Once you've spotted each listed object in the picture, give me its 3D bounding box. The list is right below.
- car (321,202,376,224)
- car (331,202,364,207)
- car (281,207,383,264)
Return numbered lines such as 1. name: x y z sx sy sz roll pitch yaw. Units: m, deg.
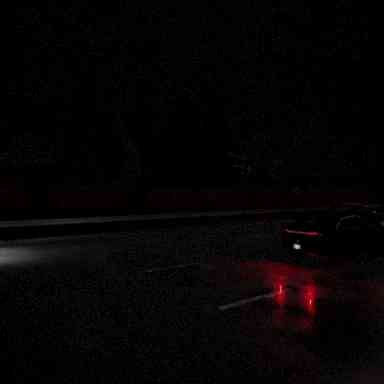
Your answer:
1. car: 12.012 1.519 25.412 4.674 1.442 1.812 0 0 -36
2. car: 9.146 1.472 19.010 5.008 1.535 1.882 0 0 -36
3. car: 5.253 1.489 11.867 4.902 1.511 2.128 0 0 -36
